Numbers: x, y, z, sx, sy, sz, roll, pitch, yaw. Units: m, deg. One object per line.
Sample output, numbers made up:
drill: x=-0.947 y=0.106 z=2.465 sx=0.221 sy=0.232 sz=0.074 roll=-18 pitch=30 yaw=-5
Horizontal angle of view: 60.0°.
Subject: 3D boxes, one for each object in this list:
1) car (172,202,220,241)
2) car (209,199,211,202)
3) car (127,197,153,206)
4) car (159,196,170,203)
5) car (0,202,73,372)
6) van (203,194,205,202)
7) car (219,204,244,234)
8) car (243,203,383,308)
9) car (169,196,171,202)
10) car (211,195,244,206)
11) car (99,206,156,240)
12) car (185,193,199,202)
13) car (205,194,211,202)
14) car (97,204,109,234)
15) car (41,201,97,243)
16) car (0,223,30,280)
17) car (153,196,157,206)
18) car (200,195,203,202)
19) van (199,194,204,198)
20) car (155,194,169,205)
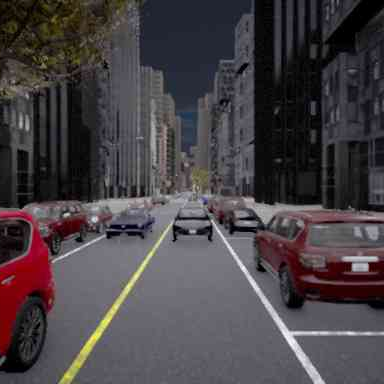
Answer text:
car: x=0.029 y=1.495 z=16.763 sx=2.128 sy=1.511 sz=4.902 roll=0 pitch=0 yaw=0
car: x=2.816 y=1.557 z=29.907 sx=1.887 sy=1.381 sz=4.507 roll=0 pitch=0 yaw=0
car: x=-5.699 y=1.440 z=35.432 sx=1.967 sy=1.590 sz=4.097 roll=0 pitch=0 yaw=0
car: x=-5.634 y=1.539 z=68.340 sx=1.752 sy=1.417 sz=4.829 roll=0 pitch=0 yaw=0
car: x=-3.099 y=1.219 z=2.735 sx=2.150 sy=2.045 sz=5.566 roll=0 pitch=0 yaw=0
van: x=2.848 y=1.359 z=46.445 sx=1.690 sy=1.788 sz=3.998 roll=0 pitch=0 yaw=0
car: x=2.794 y=1.574 z=18.882 sx=1.947 sy=1.339 sz=4.313 roll=0 pitch=0 yaw=0
car: x=2.773 y=1.321 z=7.857 sx=2.192 sy=1.841 sz=5.009 roll=0 pitch=0 yaw=0
car: x=-5.645 y=1.562 z=62.997 sx=2.008 sy=1.369 sz=4.403 roll=0 pitch=0 yaw=0
car: x=2.805 y=1.325 z=24.395 sx=2.192 sy=1.841 sz=5.009 roll=0 pitch=0 yaw=0
car: x=-3.046 y=1.599 z=17.096 sx=1.895 sy=1.301 sz=4.718 roll=0 pitch=0 yaw=0
car: x=0.132 y=1.395 z=69.763 sx=2.128 sy=1.511 sz=4.902 roll=0 pitch=0 yaw=0
car: x=2.826 y=1.329 z=35.420 sx=2.192 sy=1.841 sz=5.009 roll=0 pitch=0 yaw=0
car: x=-5.731 y=1.434 z=18.892 sx=1.967 sy=1.590 sz=4.097 roll=0 pitch=0 yaw=0
car: x=-5.742 y=1.308 z=13.379 sx=2.192 sy=1.841 sz=5.009 roll=0 pitch=0 yaw=0
car: x=-5.753 y=1.573 z=7.866 sx=1.802 sy=1.307 sz=4.206 roll=0 pitch=0 yaw=0
car: x=-5.688 y=1.527 z=40.774 sx=1.752 sy=1.417 sz=4.829 roll=0 pitch=0 yaw=0
car: x=2.870 y=1.589 z=57.471 sx=1.947 sy=1.339 sz=4.313 roll=0 pitch=0 yaw=0
van: x=2.891 y=1.369 z=68.496 sx=1.690 sy=1.788 sz=3.998 roll=0 pitch=0 yaw=0
car: x=-5.656 y=1.323 z=57.484 sx=2.192 sy=1.841 sz=5.009 roll=0 pitch=0 yaw=0
